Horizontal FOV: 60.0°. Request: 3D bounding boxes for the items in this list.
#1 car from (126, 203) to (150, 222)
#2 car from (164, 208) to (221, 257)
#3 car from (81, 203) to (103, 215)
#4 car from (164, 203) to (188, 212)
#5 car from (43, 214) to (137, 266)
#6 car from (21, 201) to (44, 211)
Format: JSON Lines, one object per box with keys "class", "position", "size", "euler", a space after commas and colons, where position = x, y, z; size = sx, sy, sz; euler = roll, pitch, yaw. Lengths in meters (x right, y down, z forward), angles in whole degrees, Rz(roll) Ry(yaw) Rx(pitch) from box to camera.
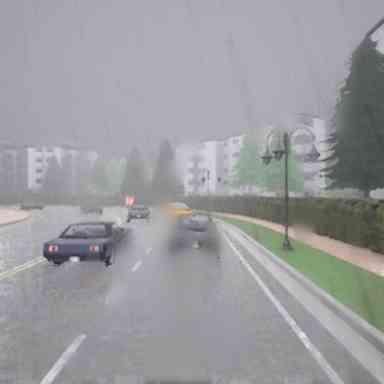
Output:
{"class": "car", "position": [-4.629, 1.720, 28.564], "size": [2.128, 1.511, 4.902], "euler": [0, 0, -11]}
{"class": "car", "position": [0.084, 1.598, 13.333], "size": [2.128, 1.511, 4.902], "euler": [0, 0, 0]}
{"class": "car", "position": [-11.157, 1.896, 37.039], "size": [1.895, 1.301, 4.718], "euler": [0, -1, -25]}
{"class": "car", "position": [-1.383, 1.717, 30.104], "size": [1.882, 1.535, 5.008], "euler": [0, -1, -12]}
{"class": "car", "position": [-3.417, 1.697, 11.936], "size": [1.895, 1.301, 4.718], "euler": [0, 0, 0]}
{"class": "car", "position": [-22.749, 1.943, 47.346], "size": [4.181, 1.385, 1.994], "euler": [-1, -1, 44]}
